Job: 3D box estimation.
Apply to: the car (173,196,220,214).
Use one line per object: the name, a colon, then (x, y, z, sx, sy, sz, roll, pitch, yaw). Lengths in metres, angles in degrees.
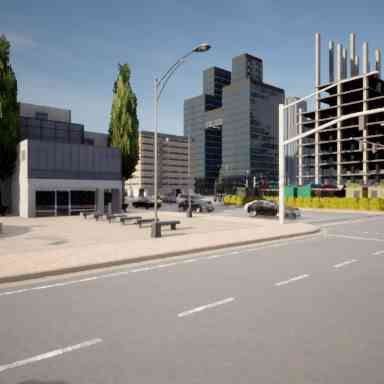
car: (0.420, 1.506, 36.153, 1.837, 1.490, 4.892, 0, 0, -38)

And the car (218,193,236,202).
car: (7.960, 1.395, 67.782, 3.806, 1.475, 1.970, 0, 0, -40)

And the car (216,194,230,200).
car: (8.729, 1.395, 94.167, 3.806, 1.475, 1.970, 0, 0, -40)

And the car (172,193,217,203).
car: (0.221, 1.223, 42.064, 2.150, 2.045, 5.566, 0, 0, -38)

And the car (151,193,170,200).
car: (-8.247, 1.153, 87.357, 4.605, 1.855, 1.932, 0, 0, -40)

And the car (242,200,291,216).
car: (7.299, 1.525, 33.102, 1.812, 1.442, 4.674, 0, 0, -38)

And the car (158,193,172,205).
car: (-4.223, 1.491, 59.345, 2.128, 1.511, 4.902, 0, 0, -38)

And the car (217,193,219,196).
car: (6.119, 1.156, 70.017, 3.866, 1.878, 1.905, 0, 0, -40)

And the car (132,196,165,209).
car: (-6.093, 1.601, 44.433, 1.895, 1.301, 4.718, 0, 0, -38)

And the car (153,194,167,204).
car: (-6.396, 1.478, 50.496, 1.882, 1.535, 5.008, 0, 0, -38)

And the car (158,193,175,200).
car: (-6.441, 1.156, 85.095, 3.866, 1.878, 1.905, 0, 0, -40)

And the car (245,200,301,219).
car: (6.796, 1.493, 28.057, 2.128, 1.511, 4.902, 0, 0, -38)
